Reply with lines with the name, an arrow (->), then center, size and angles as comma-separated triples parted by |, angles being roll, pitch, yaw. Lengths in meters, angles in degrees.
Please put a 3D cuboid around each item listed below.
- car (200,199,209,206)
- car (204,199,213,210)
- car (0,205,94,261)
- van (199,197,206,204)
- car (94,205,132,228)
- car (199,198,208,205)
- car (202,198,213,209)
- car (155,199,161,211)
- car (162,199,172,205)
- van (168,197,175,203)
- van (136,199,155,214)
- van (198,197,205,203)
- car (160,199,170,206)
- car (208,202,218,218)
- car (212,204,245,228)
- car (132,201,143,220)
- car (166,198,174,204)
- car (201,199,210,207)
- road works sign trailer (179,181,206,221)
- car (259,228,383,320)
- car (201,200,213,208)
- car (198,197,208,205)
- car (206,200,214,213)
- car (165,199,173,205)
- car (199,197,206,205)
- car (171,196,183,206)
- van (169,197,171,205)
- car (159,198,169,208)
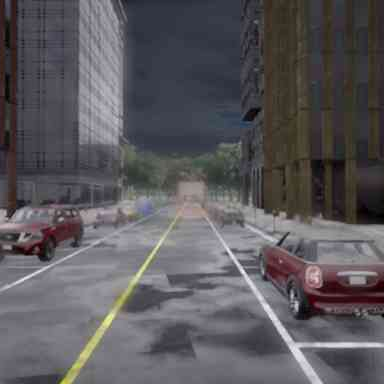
car -> 2.715, 2.281, 72.724 | 1.887, 1.381, 4.507 | 0, -1, 0
car -> 2.736, 1.927, 40.270 | 1.752, 1.417, 4.829 | 0, -1, 0
car -> -5.771, 1.443, 12.910 | 2.192, 1.841, 5.009 | 0, -1, 0
van -> 2.704, 2.250, 89.037 | 1.690, 1.788, 3.998 | 0, -1, 0
car -> -5.778, 1.818, 23.782 | 1.802, 1.307, 4.206 | 0, -1, 0
car -> 2.712, 2.233, 78.162 | 1.967, 1.590, 4.097 | 0, -1, 0
car -> 2.729, 2.038, 51.144 | 1.752, 1.417, 4.829 | 0, -1, 0
car -> -5.792, 2.006, 45.532 | 2.008, 1.369, 4.403 | 0, -1, 0
car -> -5.813, 2.360, 78.155 | 1.947, 1.339, 4.313 | 0, -1, 0
van -> -5.824, 2.309, 94.470 | 1.690, 1.788, 3.998 | 0, -1, 0
van -> -5.789, 1.742, 40.097 | 1.690, 1.788, 3.998 | 0, -1, 0
van -> 2.701, 2.308, 94.475 | 1.690, 1.788, 3.998 | 0, -1, 0
car -> -5.810, 2.260, 72.549 | 1.752, 1.417, 4.829 | 0, -1, 0
car -> 2.744, 1.835, 29.225 | 1.887, 1.381, 4.507 | 0, -1, 0
car -> 2.747, 1.787, 23.788 | 2.008, 1.369, 4.403 | 0, -1, 0
car -> -5.782, 1.815, 29.050 | 1.752, 1.417, 4.829 | 0, -1, 0
car -> -5.821, 2.350, 89.031 | 1.967, 1.590, 4.097 | 0, -1, 0
car -> 2.719, 2.206, 67.456 | 1.752, 1.417, 4.829 | 0, -1, 0
road works sign trailer -> -0.019, 0.767, 30.376 | 2.380, 3.560, 2.880 | 0, -1, 0
car -> 2.758, 1.515, 7.477 | 1.967, 1.590, 4.097 | 0, -1, 0
car -> 2.722, 2.173, 61.849 | 2.008, 1.369, 4.403 | 0, -1, 0
car -> 2.708, 2.166, 83.601 | 2.192, 1.841, 5.009 | 0, -1, 0
car -> 2.740, 1.890, 34.663 | 1.887, 1.381, 4.507 | 0, -1, 0
car -> -5.817, 2.375, 83.423 | 1.752, 1.417, 4.829 | 0, -1, 0
car -> 2.726, 1.882, 56.414 | 2.192, 1.841, 5.009 | 0, -1, 0
car -> -3.045, 1.945, 71.162 | 2.150, 2.045, 5.566 | 0, -1, 0
van -> -5.807, 2.021, 67.283 | 1.690, 1.788, 3.998 | 0, -1, 0
car -> -5.803, 2.189, 61.843 | 1.947, 1.339, 4.313 | 0, -1, 0
